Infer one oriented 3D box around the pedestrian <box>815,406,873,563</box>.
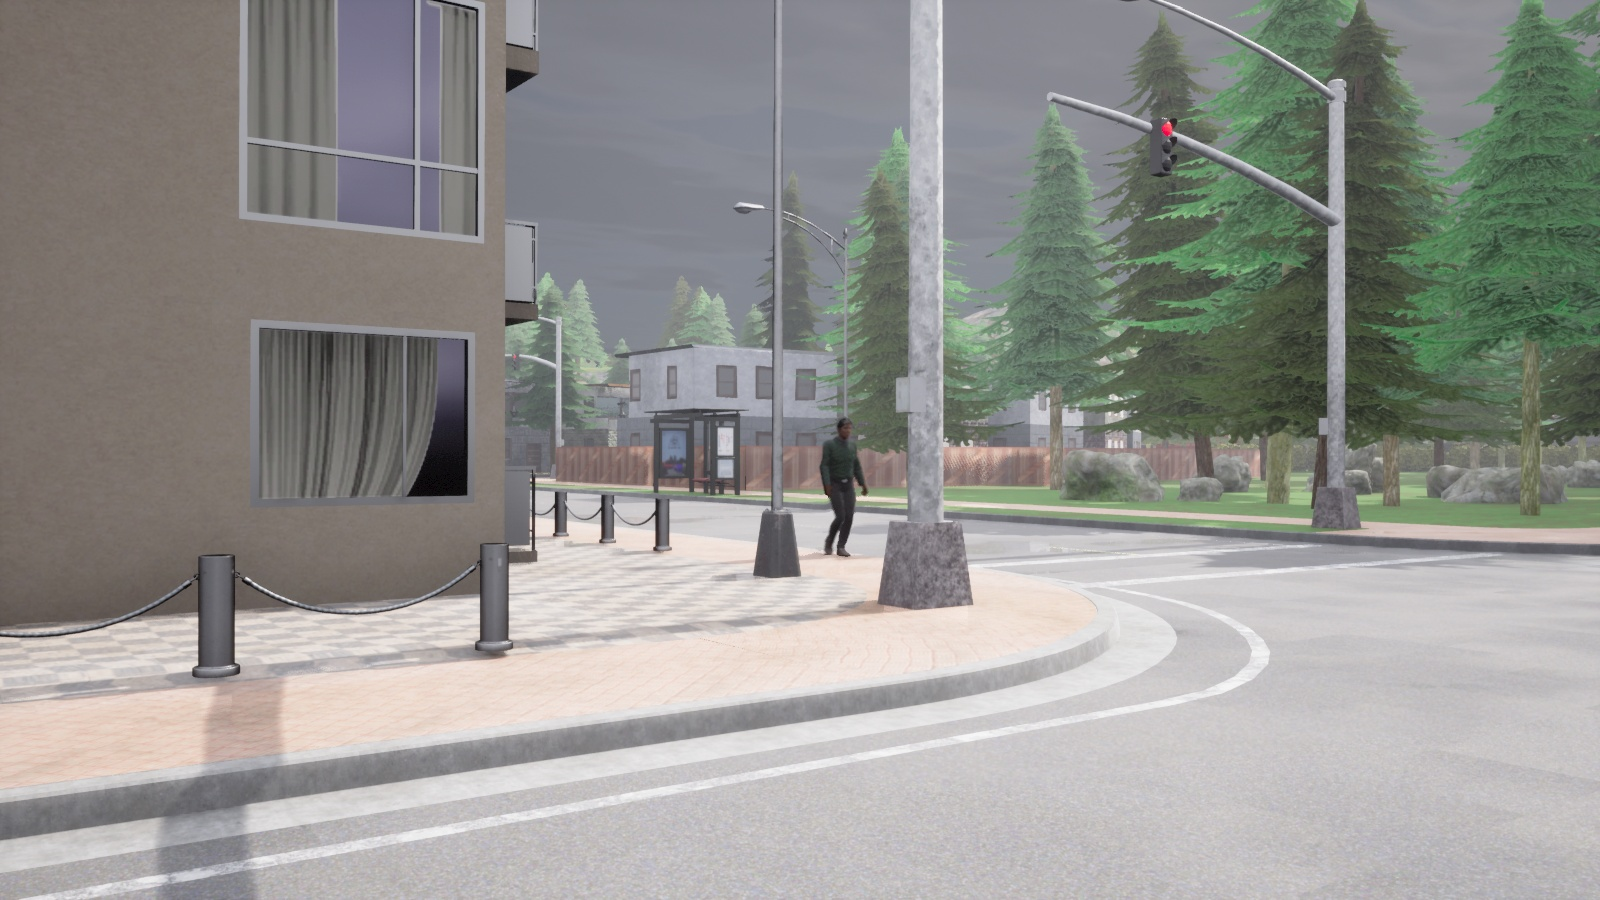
[{"bbox_3d":[0.553,0.428,15.998,0.423,1.949,0.788,0,0,-25],"label":"pedestrian"}]
